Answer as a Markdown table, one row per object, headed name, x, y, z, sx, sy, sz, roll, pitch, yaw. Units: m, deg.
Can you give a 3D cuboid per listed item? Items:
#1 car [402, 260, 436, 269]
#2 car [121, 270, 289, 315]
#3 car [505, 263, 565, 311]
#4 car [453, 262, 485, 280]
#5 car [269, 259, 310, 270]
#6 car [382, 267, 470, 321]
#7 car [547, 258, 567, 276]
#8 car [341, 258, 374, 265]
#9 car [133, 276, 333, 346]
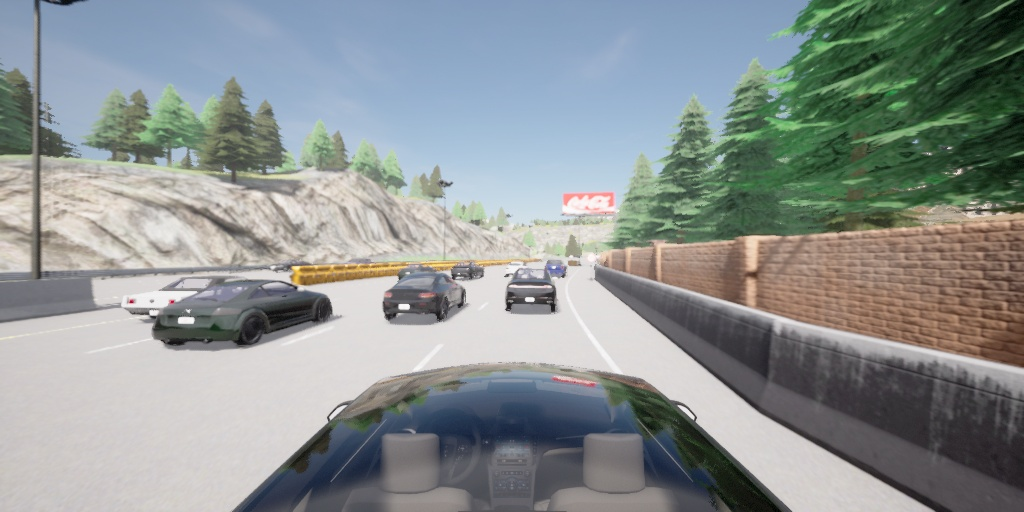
| name | x | y | z | sx | sy | sz | roll | pitch | yaw |
| --- | --- | --- | --- | --- | --- | --- | --- | --- | --- |
| car | -7.635 | 1.290 | 29.409 | 1.994 | 1.385 | 4.181 | 0 | 0 | 11 |
| car | -9.917 | 1.321 | 12.328 | 1.895 | 1.301 | 4.718 | 0 | 0 | 4 |
| car | 0.827 | 1.239 | 14.425 | 2.128 | 1.511 | 4.902 | 1 | 0 | 5 |
| car | -3.754 | 1.229 | 31.001 | 2.128 | 1.511 | 4.902 | 0 | 0 | 11 |
| car | -26.517 | 1.159 | 42.943 | 2.128 | 1.511 | 4.902 | 0 | 0 | 13 |
| car | -2.879 | 1.267 | 12.413 | 1.812 | 1.442 | 4.674 | 0 | 0 | 4 |
| car | 4.348 | 1.114 | 35.599 | 2.097 | 1.767 | 4.553 | 0 | 0 | 12 |
| car | -19.092 | 1.042 | 44.134 | 2.097 | 1.767 | 4.553 | 0 | 0 | 13 |
| car | -6.579 | 1.294 | 9.361 | 1.994 | 1.385 | 4.181 | 0 | 0 | 3 |
